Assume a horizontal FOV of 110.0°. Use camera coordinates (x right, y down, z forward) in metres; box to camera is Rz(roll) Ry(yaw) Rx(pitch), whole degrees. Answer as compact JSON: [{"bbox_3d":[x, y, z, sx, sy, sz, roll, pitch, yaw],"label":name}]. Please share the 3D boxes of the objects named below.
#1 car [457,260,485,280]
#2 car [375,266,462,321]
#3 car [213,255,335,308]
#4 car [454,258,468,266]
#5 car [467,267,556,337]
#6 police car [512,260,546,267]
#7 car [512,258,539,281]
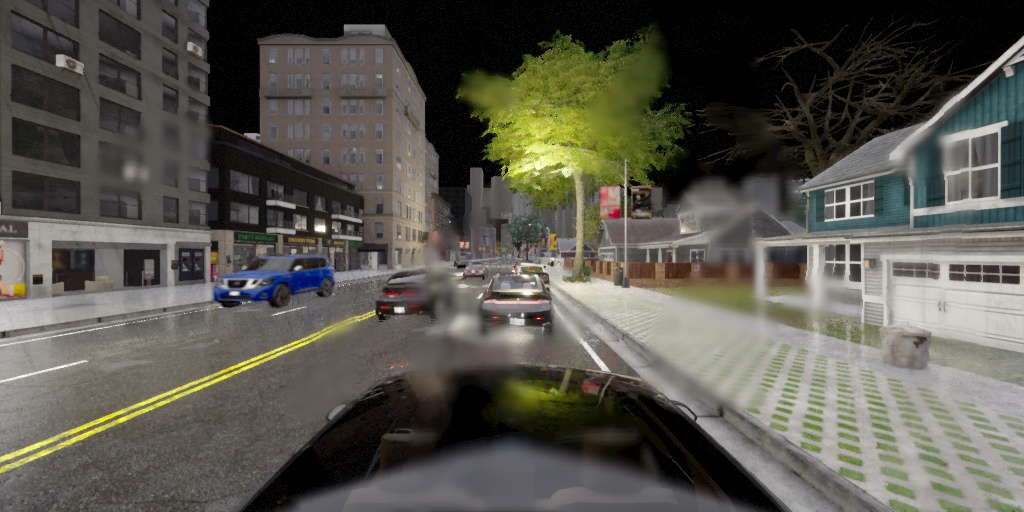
[{"bbox_3d":[-3.046,1.277,30.673,2.033,1.411,5.357,0,0,0],"label":"car"},{"bbox_3d":[-3.111,1.250,12.385,1.837,1.490,4.892,0,0,0],"label":"car"},{"bbox_3d":[-9.799,0.965,15.437,2.150,2.045,5.566,0,0,0],"label":"car"},{"bbox_3d":[-6.419,1.313,49.225,1.895,1.301,4.718,0,0,0],"label":"car"},{"bbox_3d":[0.131,1.239,10.315,2.128,1.511,4.902,0,0,0],"label":"car"},{"bbox_3d":[1.045,1.165,20.564,1.930,1.638,5.238,0,0,0],"label":"police car"},{"bbox_3d":[1.082,1.081,30.424,2.097,1.767,4.553,0,0,0],"label":"car"}]
